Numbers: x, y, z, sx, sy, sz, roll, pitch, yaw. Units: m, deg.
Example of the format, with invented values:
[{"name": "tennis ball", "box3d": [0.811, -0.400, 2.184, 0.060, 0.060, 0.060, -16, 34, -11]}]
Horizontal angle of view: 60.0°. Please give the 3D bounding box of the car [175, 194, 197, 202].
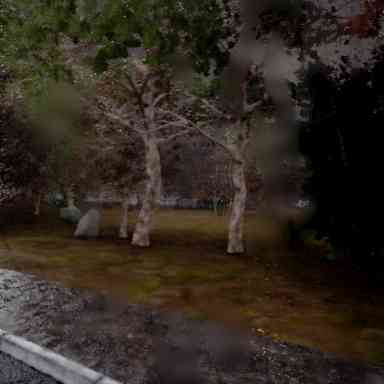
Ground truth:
[{"name": "car", "box3d": [-2.180, 1.577, 93.644, 2.435, 2.045, 5.566, 6, 1, 42]}]
